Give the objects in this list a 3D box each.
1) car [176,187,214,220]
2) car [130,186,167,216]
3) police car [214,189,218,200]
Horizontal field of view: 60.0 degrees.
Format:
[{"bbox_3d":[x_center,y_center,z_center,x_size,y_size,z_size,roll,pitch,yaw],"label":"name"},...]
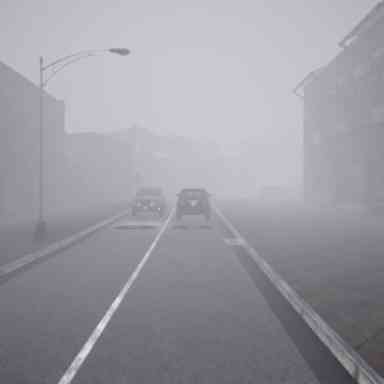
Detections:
[{"bbox_3d":[0.092,0.696,22.820,2.150,2.045,5.566,0,3,0],"label":"car"},{"bbox_3d":[-3.106,0.608,24.853,2.150,2.045,5.566,0,2,0],"label":"car"},{"bbox_3d":[1.800,0.210,41.466,1.930,1.638,5.238,0,1,19],"label":"police car"}]
